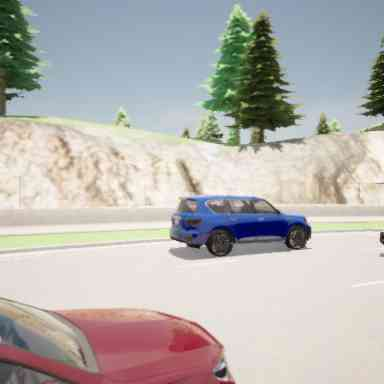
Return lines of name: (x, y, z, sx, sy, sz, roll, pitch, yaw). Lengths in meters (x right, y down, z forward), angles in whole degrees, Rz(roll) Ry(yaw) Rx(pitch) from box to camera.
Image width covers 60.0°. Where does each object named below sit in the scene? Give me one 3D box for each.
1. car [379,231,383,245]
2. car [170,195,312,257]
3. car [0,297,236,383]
car: (8.959, 1.587, 11.363, 4.718, 1.301, 1.895, 0, 0, -18)
car: (1.907, 1.146, 12.609, 5.566, 2.045, 2.150, 0, 0, -25)
car: (-1.773, 1.493, 2.282, 4.674, 1.442, 1.812, 0, 0, -35)
